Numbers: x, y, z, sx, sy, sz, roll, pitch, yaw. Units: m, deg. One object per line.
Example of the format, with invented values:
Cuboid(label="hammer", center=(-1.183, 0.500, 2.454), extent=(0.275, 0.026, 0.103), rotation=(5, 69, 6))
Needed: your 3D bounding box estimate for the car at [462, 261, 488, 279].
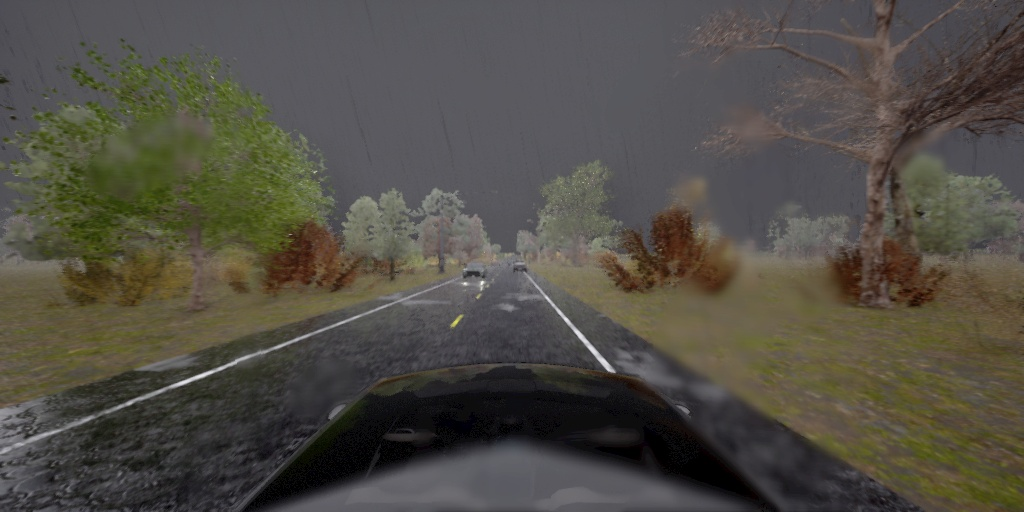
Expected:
Cuboid(label="car", center=(-3.567, 1.305, 35.230), extent=(2.097, 1.767, 4.553), rotation=(0, 0, 0))

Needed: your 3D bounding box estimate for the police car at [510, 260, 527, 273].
Cuboid(label="police car", center=(1.063, 1.449, 48.707), extent=(1.930, 1.638, 5.238), rotation=(0, 0, 0))
